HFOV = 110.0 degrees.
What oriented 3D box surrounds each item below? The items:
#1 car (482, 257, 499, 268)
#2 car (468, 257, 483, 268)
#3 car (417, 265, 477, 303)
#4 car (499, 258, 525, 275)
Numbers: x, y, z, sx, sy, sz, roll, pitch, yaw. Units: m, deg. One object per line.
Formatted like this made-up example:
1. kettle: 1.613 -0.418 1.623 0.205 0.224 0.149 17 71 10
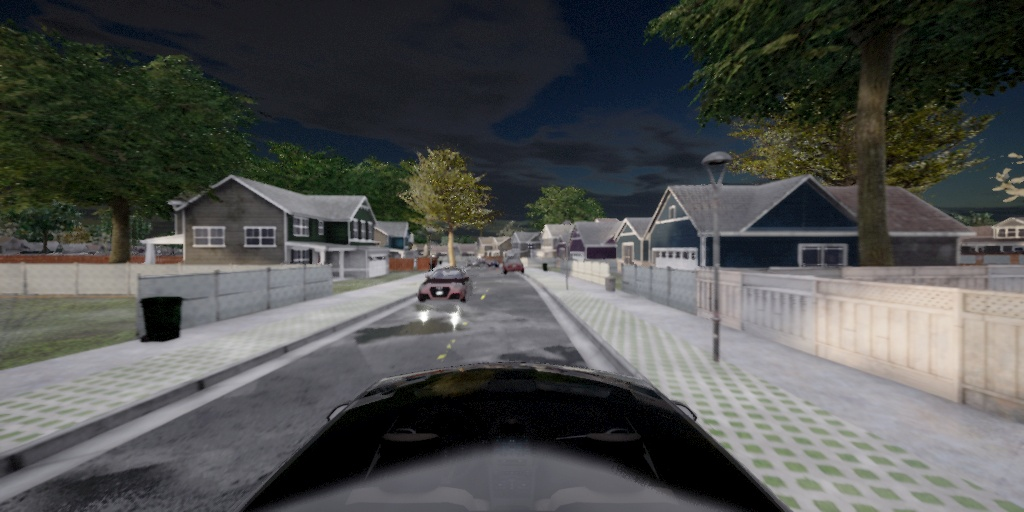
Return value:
1. car: -3.126 1.205 56.291 1.895 1.301 4.718 0 0 -9
2. car: -6.308 1.097 58.762 2.128 1.511 4.902 0 0 -9
3. car: -2.884 1.274 16.258 1.994 1.385 4.181 0 0 0
4. car: 0.071 0.974 38.195 2.097 1.767 4.553 -2 0 -5
